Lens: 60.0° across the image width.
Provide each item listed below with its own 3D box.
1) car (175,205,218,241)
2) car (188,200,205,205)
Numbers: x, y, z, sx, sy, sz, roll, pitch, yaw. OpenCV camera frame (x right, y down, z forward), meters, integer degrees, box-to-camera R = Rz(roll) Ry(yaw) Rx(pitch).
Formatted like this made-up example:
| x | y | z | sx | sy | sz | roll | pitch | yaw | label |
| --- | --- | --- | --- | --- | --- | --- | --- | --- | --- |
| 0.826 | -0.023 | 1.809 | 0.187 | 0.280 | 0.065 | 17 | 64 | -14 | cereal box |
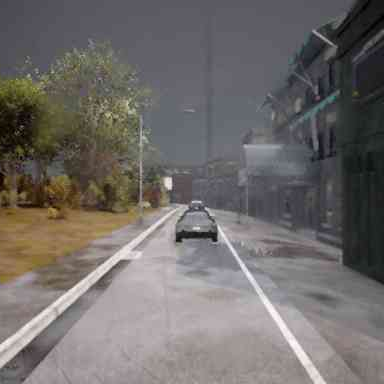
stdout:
| x | y | z | sx | sy | sz | roll | pitch | yaw | label |
| --- | --- | --- | --- | --- | --- | --- | --- | --- | --- |
| 0.226 | 1.569 | 16.673 | 1.994 | 1.385 | 4.181 | 0 | 0 | 1 | car |
| 0.497 | 1.597 | 37.640 | 1.812 | 1.442 | 4.674 | 0 | -1 | 1 | car |
